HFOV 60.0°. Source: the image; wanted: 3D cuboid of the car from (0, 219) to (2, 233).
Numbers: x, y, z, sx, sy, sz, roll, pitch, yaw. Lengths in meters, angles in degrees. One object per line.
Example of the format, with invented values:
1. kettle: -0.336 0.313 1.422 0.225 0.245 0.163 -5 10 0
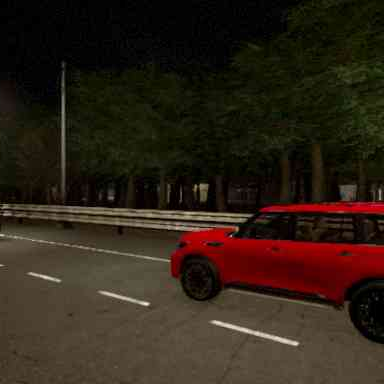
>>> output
1. car: -11.083 1.503 16.095 4.902 1.511 2.128 0 0 36

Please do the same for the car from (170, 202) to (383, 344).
1. car: 2.156 1.224 6.629 5.566 2.045 2.150 0 0 36
